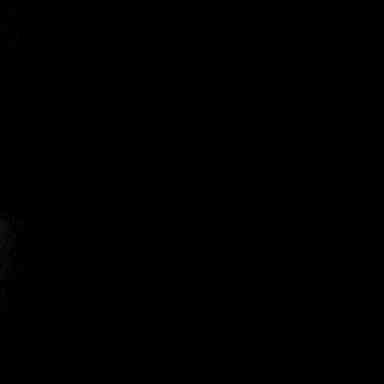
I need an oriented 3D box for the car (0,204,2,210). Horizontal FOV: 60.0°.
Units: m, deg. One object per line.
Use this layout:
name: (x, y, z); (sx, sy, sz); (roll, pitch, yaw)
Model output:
car: (-19.899, 1.359, 30.293); (1.812, 1.442, 4.674); (-2, 0, 34)
